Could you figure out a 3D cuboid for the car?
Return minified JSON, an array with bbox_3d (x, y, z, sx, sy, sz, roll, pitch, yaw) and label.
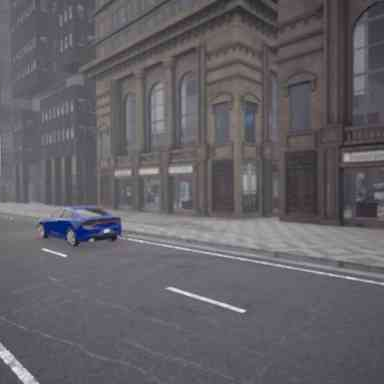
[{"bbox_3d":[-5.052,1.350,14.589,5.008,1.535,1.882,0,1,45],"label":"car"}]
